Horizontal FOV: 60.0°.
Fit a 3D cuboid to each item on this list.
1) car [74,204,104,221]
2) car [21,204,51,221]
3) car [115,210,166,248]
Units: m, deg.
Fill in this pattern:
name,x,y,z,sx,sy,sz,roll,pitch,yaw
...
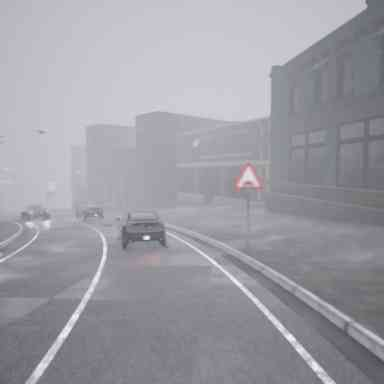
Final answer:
name,x,y,z,sx,sy,sz,roll,pitch,yaw
car,-10.088,1.913,32.434,1.837,1.490,4.892,-2,0,-32
car,-16.712,2.090,35.409,2.097,1.767,4.553,-4,0,-39
car,-2.447,1.597,15.551,1.837,1.490,4.892,-1,-1,-15
